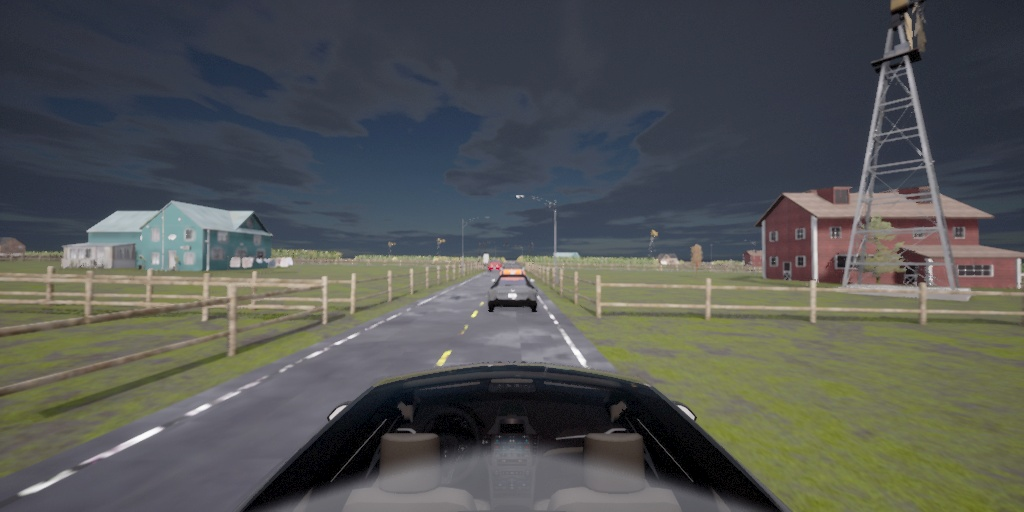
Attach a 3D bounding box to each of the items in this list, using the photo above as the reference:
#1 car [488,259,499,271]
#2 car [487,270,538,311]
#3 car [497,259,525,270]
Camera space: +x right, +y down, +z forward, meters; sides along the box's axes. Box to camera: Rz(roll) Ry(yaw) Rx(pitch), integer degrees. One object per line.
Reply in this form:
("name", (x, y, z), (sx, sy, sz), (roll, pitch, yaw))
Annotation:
("car", (-2.754, 1.580, 59.513), (2.150, 2.045, 5.566), (0, -1, 0))
("car", (0.037, 1.455, 15.297), (1.994, 1.385, 4.181), (0, -1, 1))
("car", (0.054, 1.398, 30.278), (2.097, 1.767, 4.553), (0, -1, 1))
